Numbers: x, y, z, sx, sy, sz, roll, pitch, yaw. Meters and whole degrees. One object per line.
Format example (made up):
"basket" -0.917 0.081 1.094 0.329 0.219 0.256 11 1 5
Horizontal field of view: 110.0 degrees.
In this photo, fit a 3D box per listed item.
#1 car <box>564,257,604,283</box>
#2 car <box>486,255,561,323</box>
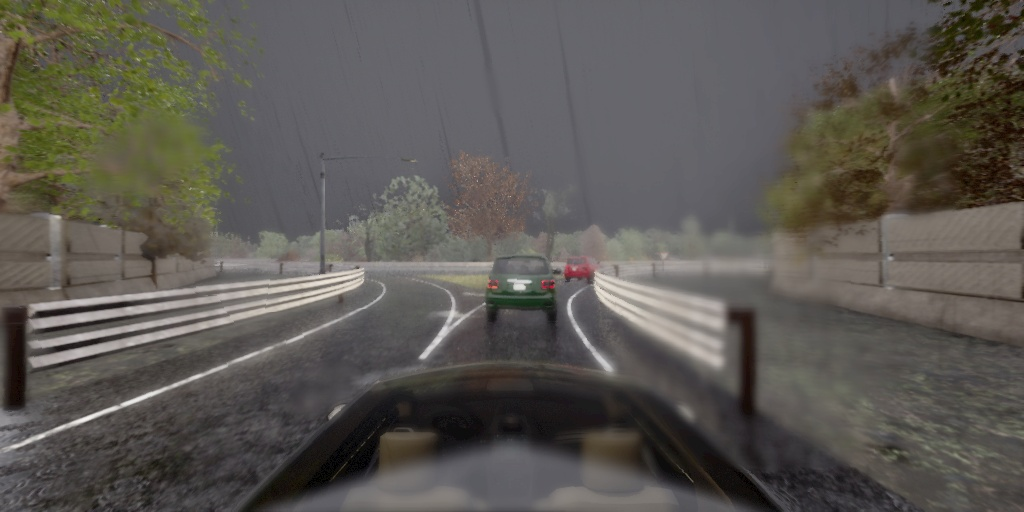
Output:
"car" 6.108 1.118 29.831 2.150 2.045 5.566 0 0 28
"car" 0.532 1.020 12.666 2.150 2.045 5.566 0 -1 7
